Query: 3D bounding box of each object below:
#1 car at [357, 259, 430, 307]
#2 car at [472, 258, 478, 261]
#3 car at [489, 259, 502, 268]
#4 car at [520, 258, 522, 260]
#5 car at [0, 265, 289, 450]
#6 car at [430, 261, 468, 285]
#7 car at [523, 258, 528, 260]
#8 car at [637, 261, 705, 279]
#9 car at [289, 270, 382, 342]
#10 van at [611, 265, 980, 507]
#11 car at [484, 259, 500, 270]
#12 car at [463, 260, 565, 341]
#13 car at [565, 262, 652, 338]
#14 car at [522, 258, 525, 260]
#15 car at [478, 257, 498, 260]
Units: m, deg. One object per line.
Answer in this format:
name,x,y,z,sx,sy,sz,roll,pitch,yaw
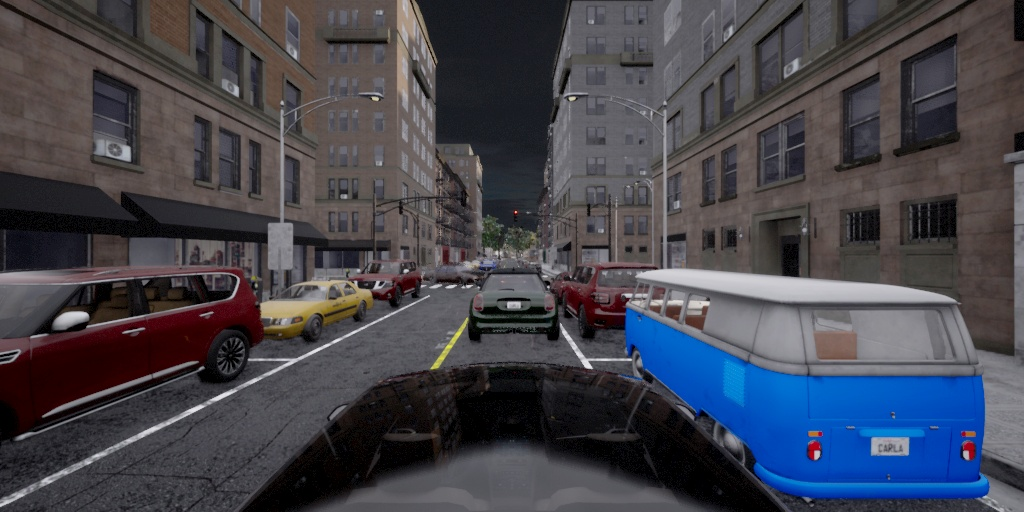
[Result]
car,-5.407,1.063,15.706,2.192,1.841,5.009,0,0,0
car,-5.436,1.269,42.543,1.751,1.417,4.829,0,0,0
car,-2.846,1.307,62.984,1.994,1.385,4.181,0,0,0
car,2.611,1.293,53.681,2.007,1.370,4.403,0,0,0
car,-5.399,1.064,4.349,2.192,1.841,5.009,0,0,0
car,-3.804,1.293,24.660,5.357,1.411,2.033,0,0,39
car,2.617,1.294,42.717,2.007,1.370,4.403,0,0,0
car,13.616,1.168,30.868,4.902,1.511,2.128,0,0,0
car,-5.403,1.274,9.856,1.751,1.417,4.829,0,0,0
van,2.637,1.090,4.351,1.690,1.789,3.998,0,0,0
car,-2.867,1.235,52.924,2.128,1.511,4.902,0,0,0
car,0.030,1.101,10.019,2.097,1.767,4.553,0,0,0
car,2.634,1.063,10.030,2.192,1.841,5.009,0,0,0
car,2.614,1.288,48.199,1.888,1.381,4.507,0,0,0
car,-2.864,1.221,42.957,1.882,1.535,5.008,0,0,0
